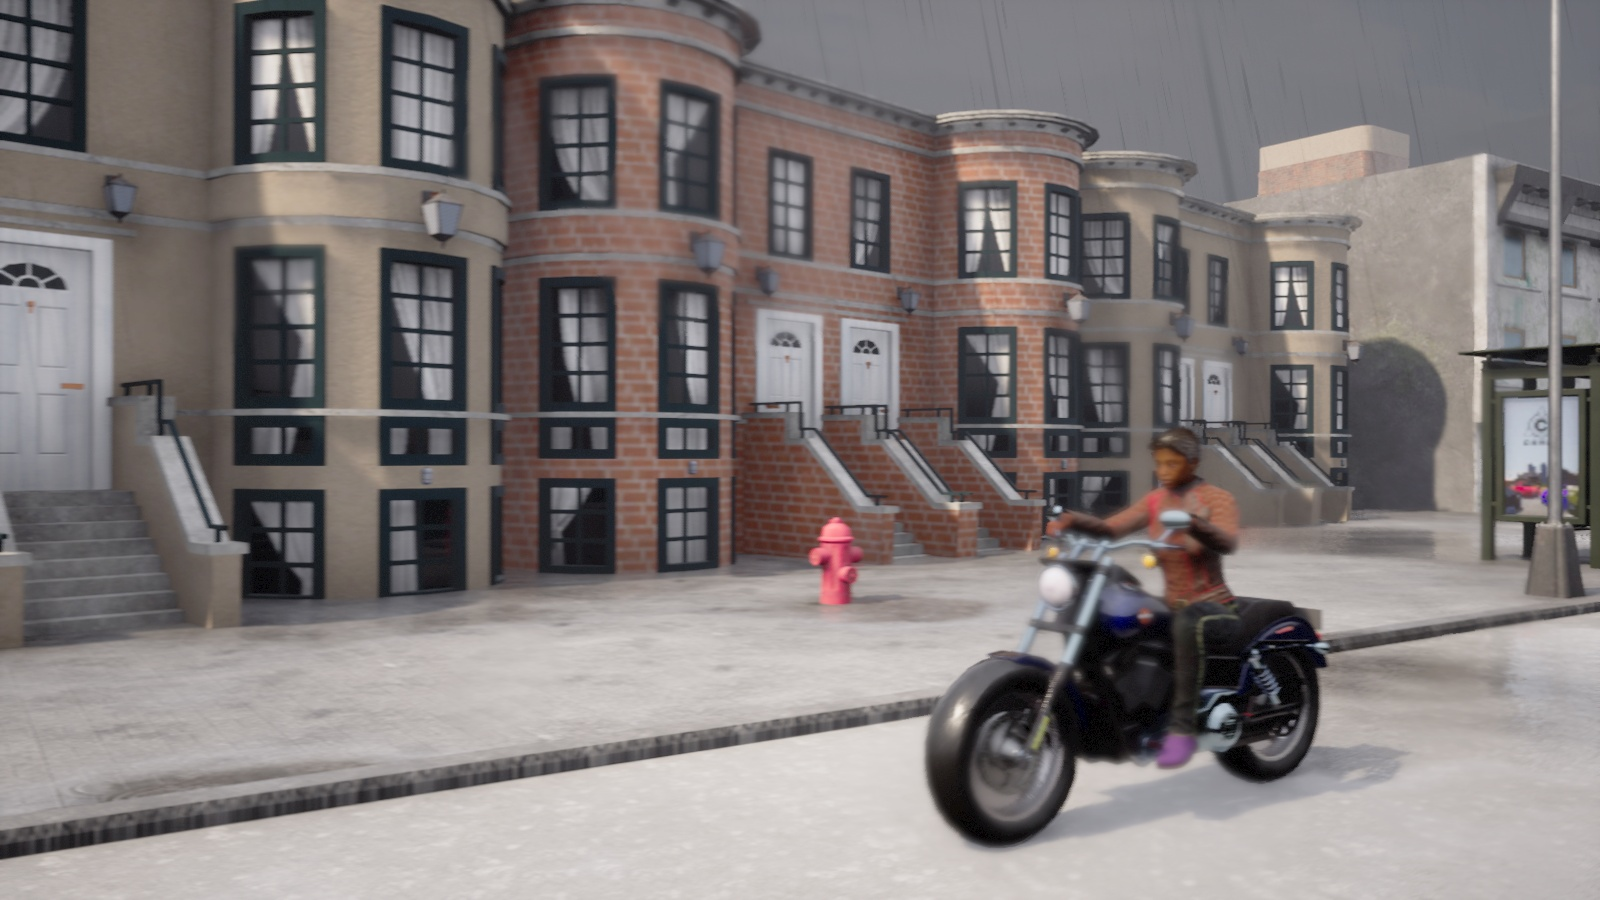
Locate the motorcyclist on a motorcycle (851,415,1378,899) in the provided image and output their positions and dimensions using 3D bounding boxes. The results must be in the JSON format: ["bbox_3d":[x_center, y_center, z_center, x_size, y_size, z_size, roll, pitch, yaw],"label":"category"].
[{"bbox_3d":[1.387,0.705,5.234,2.350,1.649,0.766,0,0,-35],"label":"motorcyclist on a motorcycle"}]
